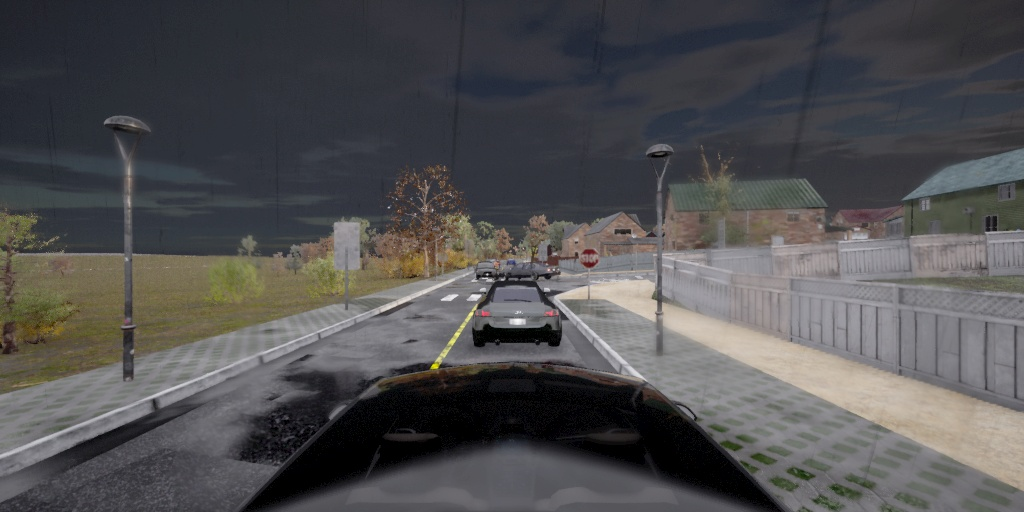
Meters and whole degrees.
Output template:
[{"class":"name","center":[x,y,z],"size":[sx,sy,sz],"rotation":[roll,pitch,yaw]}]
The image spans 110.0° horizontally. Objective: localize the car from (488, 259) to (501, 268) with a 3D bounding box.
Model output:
[{"class":"car","center":[-2.979,1.256,61.117],"size":[1.882,1.535,5.008],"rotation":[0,0,0]}]

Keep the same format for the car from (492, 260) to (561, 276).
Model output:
[{"class":"car","center":[1.271,1.197,28.361],"size":[5.357,1.411,2.033],"rotation":[-4,-3,43]}]

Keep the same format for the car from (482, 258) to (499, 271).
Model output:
[{"class":"car","center":[-2.969,1.120,51.080],"size":[2.097,1.767,4.553],"rotation":[0,0,0]}]

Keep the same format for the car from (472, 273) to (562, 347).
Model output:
[{"class":"car","center":[0.084,1.313,9.344],"size":[1.994,1.385,4.181],"rotation":[0,0,-1]}]

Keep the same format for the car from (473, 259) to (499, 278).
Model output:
[{"class":"car","center":[-2.324,1.257,31.264],"size":[1.837,1.490,4.892],"rotation":[0,0,-8]}]

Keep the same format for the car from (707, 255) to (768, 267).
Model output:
[{"class":"car","center":[14.336,0.413,22.770],"size":[4.181,1.385,1.994],"rotation":[-3,0,16]}]

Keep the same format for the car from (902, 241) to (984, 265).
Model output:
[{"class":"car","center":[23.842,-0.208,20.372],"size":[4.902,1.511,2.128],"rotation":[-3,0,14]}]
